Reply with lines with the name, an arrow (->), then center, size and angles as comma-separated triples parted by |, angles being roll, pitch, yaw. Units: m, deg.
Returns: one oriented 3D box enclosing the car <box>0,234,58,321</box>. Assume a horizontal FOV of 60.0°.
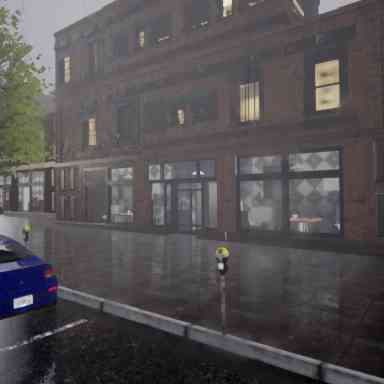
car -> -4.472, 1.528, 6.491 | 4.674, 1.442, 1.812 | 0, 0, 36
